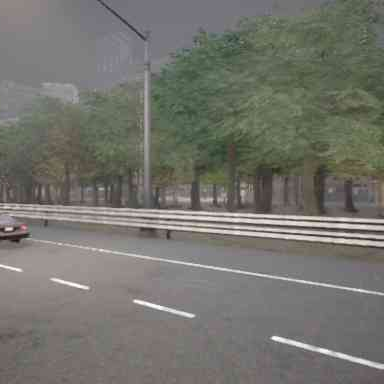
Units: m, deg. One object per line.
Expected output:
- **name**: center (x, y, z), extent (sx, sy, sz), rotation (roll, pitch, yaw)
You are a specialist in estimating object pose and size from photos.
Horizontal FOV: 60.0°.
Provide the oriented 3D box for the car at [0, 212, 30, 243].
- **car**: center (-9.394, 1.550, 14.872), extent (5.357, 1.411, 2.033), rotation (0, 0, 36)
